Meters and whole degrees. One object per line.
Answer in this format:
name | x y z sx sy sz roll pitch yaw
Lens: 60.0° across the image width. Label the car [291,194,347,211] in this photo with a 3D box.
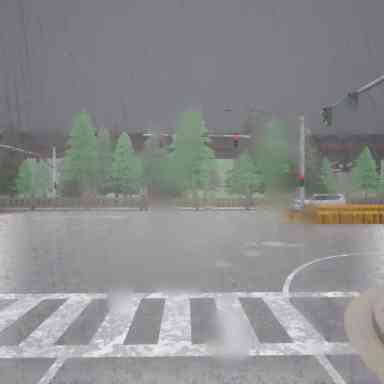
car | 13.535 1.221 35.445 5.566 2.045 2.150 0 0 -2
